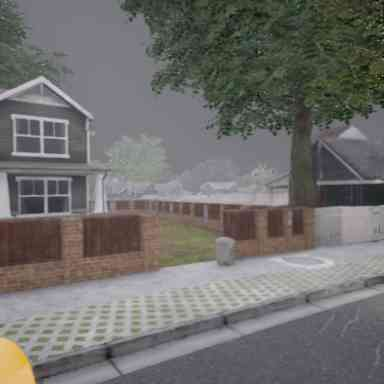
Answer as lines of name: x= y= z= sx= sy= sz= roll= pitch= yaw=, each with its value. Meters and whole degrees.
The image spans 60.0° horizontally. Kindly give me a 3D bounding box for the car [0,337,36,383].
car: x=-3.003 y=1.471 z=0.736 sx=5.008 sy=1.535 sz=1.882 roll=0 pitch=0 yaw=-35
